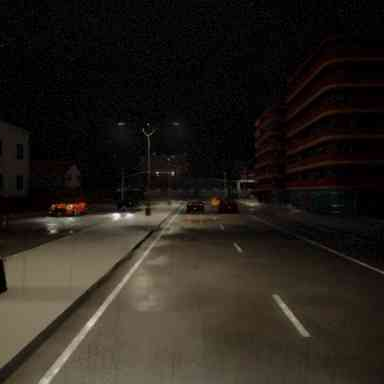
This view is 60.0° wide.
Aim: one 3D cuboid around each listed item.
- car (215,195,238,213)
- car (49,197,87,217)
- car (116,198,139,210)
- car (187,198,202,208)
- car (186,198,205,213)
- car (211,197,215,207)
[{"bbox_3d":[3.862,1.466,36.624,1.882,1.535,5.008,0,0,1],"label":"car"},{"bbox_3d":[-11.354,1.317,30.760,2.097,1.767,4.553,0,0,1],"label":"car"},{"bbox_3d":[-7.714,1.368,39.960,1.895,1.301,4.718,0,0,0],"label":"car"},{"bbox_3d":[0.360,1.541,47.736,1.994,1.385,4.181,0,0,1],"label":"car"},{"bbox_3d":[0.357,1.474,35.892,2.128,1.511,4.902,0,0,0],"label":"car"},{"bbox_3d":[3.951,1.459,49.974,1.882,1.535,5.008,0,0,1],"label":"car"}]
